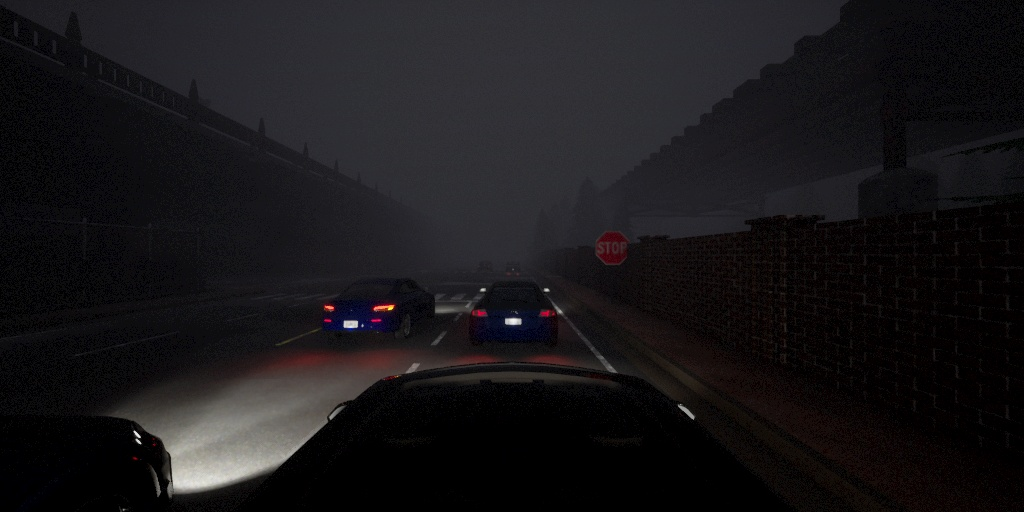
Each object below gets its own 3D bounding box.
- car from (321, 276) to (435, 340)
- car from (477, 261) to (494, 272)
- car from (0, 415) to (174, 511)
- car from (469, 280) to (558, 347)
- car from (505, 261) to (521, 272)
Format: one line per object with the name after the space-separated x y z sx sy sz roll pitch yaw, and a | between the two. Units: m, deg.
-3.412 1.276 9.880 1.812 1.442 4.674 0 0 0 | car
-3.393 1.297 46.000 2.033 1.411 5.357 0 0 -1 | car
-3.399 1.314 0.784 1.994 1.385 4.181 0 0 0 | car
0.069 1.314 9.357 1.994 1.385 4.181 0 0 1 | car
0.102 1.351 46.168 1.895 1.301 4.718 0 0 -1 | car
